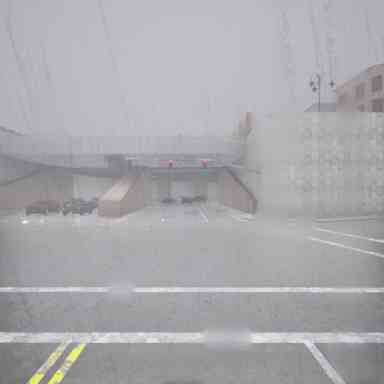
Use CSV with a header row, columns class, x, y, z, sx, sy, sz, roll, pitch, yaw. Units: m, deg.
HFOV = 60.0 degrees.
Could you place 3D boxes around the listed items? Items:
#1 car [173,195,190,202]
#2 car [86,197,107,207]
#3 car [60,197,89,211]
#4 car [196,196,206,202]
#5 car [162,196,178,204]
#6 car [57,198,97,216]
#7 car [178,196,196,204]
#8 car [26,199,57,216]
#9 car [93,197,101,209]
class,x,y,z,sx,sy,sz,roll,pitch,yaw
car,-2.348,1.524,74.649,1.812,1.442,4.674,0,0,24
car,-15.302,1.547,53.557,2.033,1.411,5.357,0,0,-1
car,-15.061,1.491,42.828,2.128,1.511,4.902,0,0,-1
car,1.520,1.524,74.777,1.812,1.442,4.674,0,0,28
car,-4.521,1.547,64.292,2.033,1.411,5.357,0,0,5
car,-11.317,1.601,33.115,1.895,1.301,4.718,0,0,-1
car,-0.991,1.547,64.791,2.033,1.411,5.357,0,0,4
car,-14.826,1.478,33.438,1.882,1.535,5.008,0,0,-1
car,-11.550,1.601,42.282,1.895,1.301,4.718,0,0,-1
